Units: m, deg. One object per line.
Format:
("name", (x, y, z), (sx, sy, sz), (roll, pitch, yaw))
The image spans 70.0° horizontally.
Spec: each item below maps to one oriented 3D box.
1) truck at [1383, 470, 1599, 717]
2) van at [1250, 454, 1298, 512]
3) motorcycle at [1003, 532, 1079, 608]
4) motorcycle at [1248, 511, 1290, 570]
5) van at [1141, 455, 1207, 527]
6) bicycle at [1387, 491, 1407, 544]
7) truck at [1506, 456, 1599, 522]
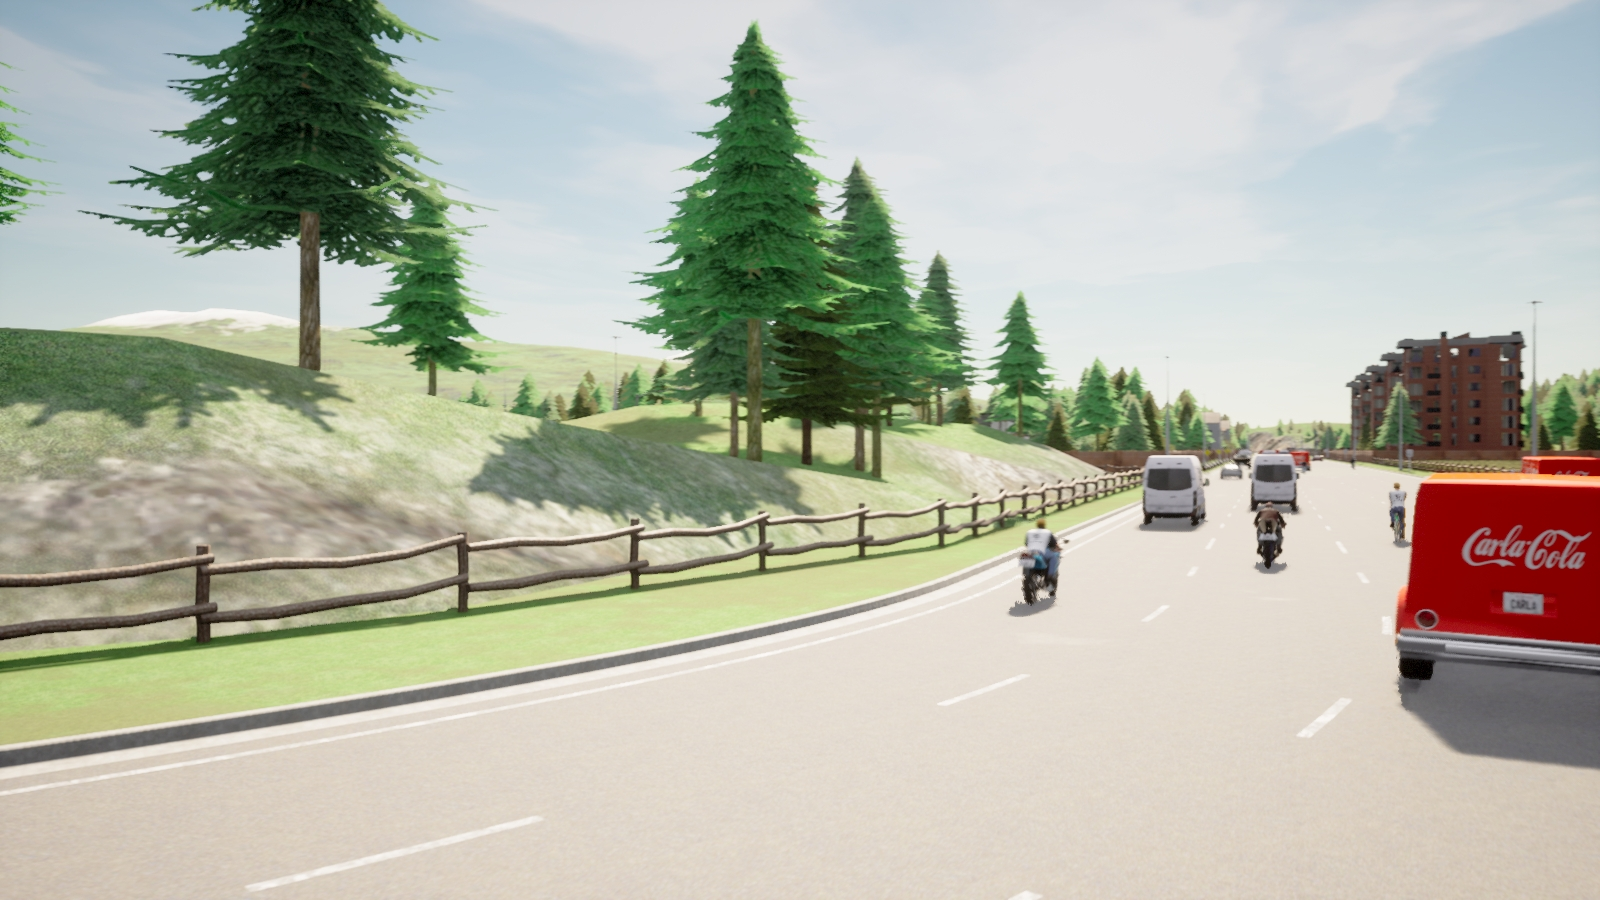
("truck", (9.084, 1.546, 14.491), (2.627, 2.467, 5.204), (1, 0, 31))
("van", (22.504, 1.483, 54.268), (1.988, 2.561, 5.915), (0, 0, 23))
("motorcycle", (4.465, 2.172, 21.031), (0.803, 1.199, 2.033), (-2, -1, 28))
("motorcycle", (11.456, 2.178, 27.860), (0.867, 1.251, 2.209), (-1, 0, 24))
("van", (14.543, 1.498, 44.231), (1.988, 2.561, 5.915), (0, 0, 23))
("bicycle", (17.935, 2.016, 34.322), (0.373, 1.496, 1.643), (0, 0, 23))
("truck", (30.496, 1.507, 46.081), (2.627, 2.467, 5.204), (0, 0, 22))
